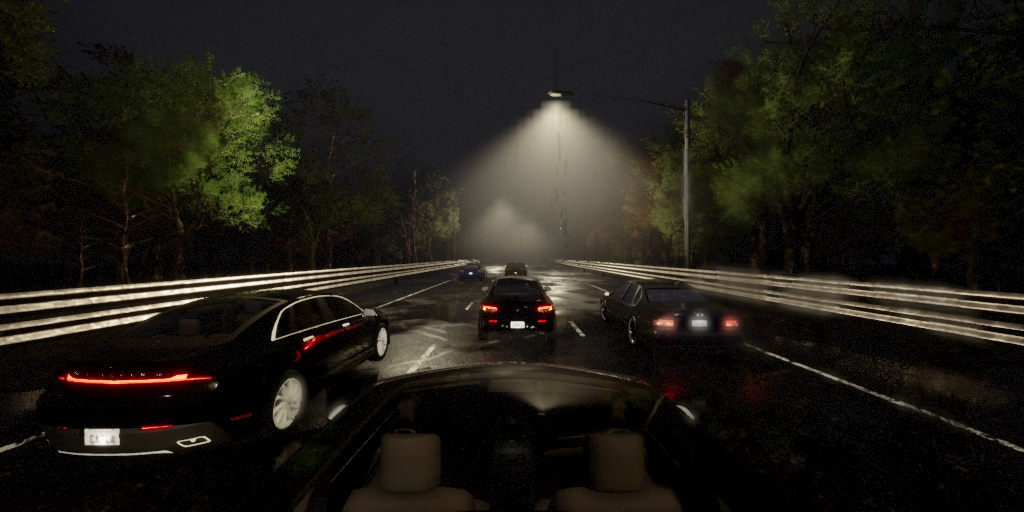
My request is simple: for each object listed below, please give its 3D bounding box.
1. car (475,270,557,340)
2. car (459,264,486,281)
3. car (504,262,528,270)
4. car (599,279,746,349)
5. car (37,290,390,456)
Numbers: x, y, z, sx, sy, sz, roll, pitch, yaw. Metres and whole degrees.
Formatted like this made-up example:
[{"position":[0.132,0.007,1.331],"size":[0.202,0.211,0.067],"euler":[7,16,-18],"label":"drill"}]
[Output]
[{"position":[0.128,1.275,9.814],"size":[1.812,1.442,4.674],"euler":[0,0,0],"label":"car"},{"position":[-3.175,1.311,29.828],"size":[1.994,1.385,4.181],"euler":[0,0,1],"label":"car"},{"position":[0.344,1.224,31.458],"size":[1.882,1.535,5.008],"euler":[0,0,1],"label":"car"},{"position":[3.599,1.297,9.173],"size":[2.033,1.411,5.357],"euler":[0,0,3],"label":"car"},{"position":[-3.388,1.255,5.395],"size":[1.837,1.490,4.892],"euler":[0,0,0],"label":"car"}]
